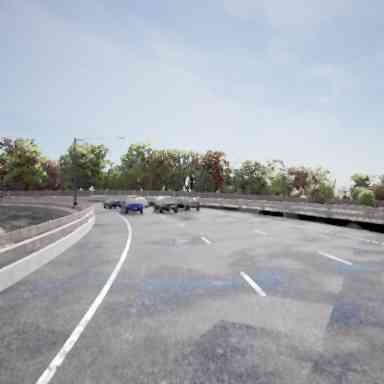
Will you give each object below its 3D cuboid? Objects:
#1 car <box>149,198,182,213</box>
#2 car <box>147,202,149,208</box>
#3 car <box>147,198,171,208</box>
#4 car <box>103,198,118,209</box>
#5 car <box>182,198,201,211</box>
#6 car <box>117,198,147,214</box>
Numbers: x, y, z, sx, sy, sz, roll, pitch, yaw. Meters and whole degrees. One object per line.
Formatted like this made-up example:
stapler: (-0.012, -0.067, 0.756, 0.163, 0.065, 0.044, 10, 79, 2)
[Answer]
car: (-3.021, 1.521, 36.869, 1.837, 1.490, 4.892, -1, 0, -20)
car: (-7.782, 1.590, 48.169, 1.812, 1.442, 4.674, -1, 0, -27)
car: (-5.013, 1.633, 50.450, 1.895, 1.301, 4.718, -1, 0, -28)
car: (-11.292, 1.612, 47.339, 1.837, 1.490, 4.892, -1, 0, -28)
car: (-0.568, 1.477, 40.396, 2.128, 1.511, 4.902, -1, 0, -23)
car: (-6.634, 1.535, 36.571, 1.882, 1.535, 5.008, -1, 0, -20)
